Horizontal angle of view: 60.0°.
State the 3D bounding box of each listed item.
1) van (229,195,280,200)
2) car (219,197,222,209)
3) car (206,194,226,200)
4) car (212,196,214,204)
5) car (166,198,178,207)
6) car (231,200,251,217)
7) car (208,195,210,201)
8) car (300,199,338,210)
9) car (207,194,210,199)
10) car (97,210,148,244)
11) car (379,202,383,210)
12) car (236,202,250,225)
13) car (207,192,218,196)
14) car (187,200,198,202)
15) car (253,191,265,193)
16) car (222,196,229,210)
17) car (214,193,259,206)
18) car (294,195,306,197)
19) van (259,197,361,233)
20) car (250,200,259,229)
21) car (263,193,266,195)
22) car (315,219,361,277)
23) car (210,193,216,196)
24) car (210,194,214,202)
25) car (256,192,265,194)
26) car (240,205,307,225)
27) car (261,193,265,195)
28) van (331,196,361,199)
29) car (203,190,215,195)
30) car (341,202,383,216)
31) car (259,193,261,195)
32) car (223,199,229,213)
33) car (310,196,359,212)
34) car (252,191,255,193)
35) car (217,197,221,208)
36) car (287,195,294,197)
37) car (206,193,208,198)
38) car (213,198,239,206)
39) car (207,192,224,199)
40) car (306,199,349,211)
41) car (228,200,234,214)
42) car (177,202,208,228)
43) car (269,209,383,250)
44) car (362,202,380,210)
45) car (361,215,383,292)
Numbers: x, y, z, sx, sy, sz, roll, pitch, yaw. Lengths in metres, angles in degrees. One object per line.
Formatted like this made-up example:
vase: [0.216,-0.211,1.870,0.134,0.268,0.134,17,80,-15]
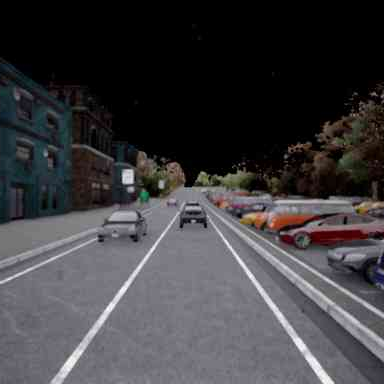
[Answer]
van: [6.379,1.543,34.216,4.442,1.987,1.878,0,0,0]
car: [6.479,1.816,42.564,5.366,1.575,1.946,0,0,0]
car: [6.463,1.257,89.933,5.008,1.535,2.097,0,2,0]
car: [6.339,1.884,56.487,5.008,1.535,2.097,0,0,0]
car: [-3.405,1.861,58.502,1.812,1.442,4.674,0,0,0]
car: [6.236,1.733,28.649,5.008,1.535,2.097,0,0,0]
car: [6.425,1.810,70.421,4.792,1.488,2.163,0,1,0]
car: [19.399,1.868,51.031,5.008,1.535,2.097,0,0,0]
car: [6.377,1.763,73.208,4.792,1.488,2.163,0,1,0]
car: [-3.349,1.661,16.822,1.812,1.442,4.674,0,0,0]
car: [19.350,1.761,28.630,4.792,1.488,2.163,0,0,0]
car: [6.035,1.693,23.082,5.366,1.575,1.946,0,0,0]
car: [6.386,1.553,75.992,4.553,1.767,2.185,0,1,0]
car: [0.061,1.784,41.682,2.128,1.511,4.902,0,0,0]
car: [19.577,1.282,89.947,4.792,1.488,2.163,0,2,0]
car: [6.252,1.678,39.907,4.553,1.767,2.185,0,0,0]
car: [6.342,1.601,48.132,5.566,2.045,2.435,0,0,0]
car: [19.446,1.754,53.817,4.553,1.767,2.185,0,0,0]
van: [6.083,1.432,17.580,4.442,1.987,1.878,0,0,0]
car: [6.179,1.551,20.299,4.553,1.767,2.185,0,0,0]
car: [19.492,1.673,76.128,5.008,1.535,2.097,0,1,0]
car: [6.172,1.636,9.165,4.674,1.452,2.002,0,0,0]
car: [6.417,1.694,67.631,4.553,1.767,2.185,0,1,0]
car: [6.407,1.722,64.851,4.553,1.767,2.185,0,0,0]
car: [19.713,1.451,84.361,5.366,1.575,1.946,0,2,0]
car: [6.234,1.756,25.864,4.674,1.452,2.002,0,0,0]
car: [19.502,1.608,78.917,5.008,1.535,2.097,0,1,0]
van: [19.256,1.592,42.554,4.442,1.987,1.878,0,0,0]
car: [6.486,1.111,87.132,5.566,2.045,2.435,0,2,0]
car: [19.355,1.825,36.983,4.674,1.452,2.002,0,0,0]
car: [19.489,1.565,81.708,4.792,1.488,2.163,0,2,0]
car: [6.279,1.787,36.998,4.892,1.521,2.231,0,0,0]
car: [19.355,1.583,45.339,5.566,2.045,2.435,0,0,0]
car: [19.562,1.173,92.857,4.674,1.452,2.002,0,3,0]
car: [6.298,1.836,45.348,5.008,1.535,2.097,0,0,0]
car: [19.464,1.627,59.397,5.566,2.045,2.435,0,0,0]
car: [6.408,1.573,81.576,4.792,1.488,2.163,0,1,0]
car: [6.368,1.908,62.066,4.674,1.452,2.002,0,0,0]
car: [6.510,1.017,92.704,4.553,1.767,2.185,0,2,0]
car: [19.579,1.847,48.122,5.366,1.575,1.946,0,0,0]
car: [6.257,1.751,31.432,5.008,1.535,2.097,0,0,0]
car: [0.096,1.688,23.965,1.837,1.490,4.892,0,-1,0]
car: [6.161,1.667,14.731,4.792,1.488,2.163,0,0,0]
car: [19.338,1.751,31.413,4.892,1.521,2.231,0,0,0]
car: [6.128,1.449,6.384,4.553,1.767,2.185,0,0,0]
